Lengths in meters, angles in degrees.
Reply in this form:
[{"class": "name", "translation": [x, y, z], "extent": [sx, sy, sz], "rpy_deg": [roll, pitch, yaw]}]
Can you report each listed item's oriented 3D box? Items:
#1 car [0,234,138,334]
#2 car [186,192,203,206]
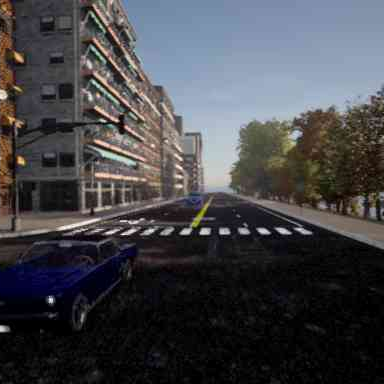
[{"class": "car", "translation": [-2.578, 1.639, 6.944], "extent": [1.895, 1.301, 4.718], "rpy_deg": [-1, 0, 4]}, {"class": "car", "translation": [0.469, 1.015, 47.698], "extent": [2.150, 2.045, 5.566], "rpy_deg": [-1, 2, 4]}]
